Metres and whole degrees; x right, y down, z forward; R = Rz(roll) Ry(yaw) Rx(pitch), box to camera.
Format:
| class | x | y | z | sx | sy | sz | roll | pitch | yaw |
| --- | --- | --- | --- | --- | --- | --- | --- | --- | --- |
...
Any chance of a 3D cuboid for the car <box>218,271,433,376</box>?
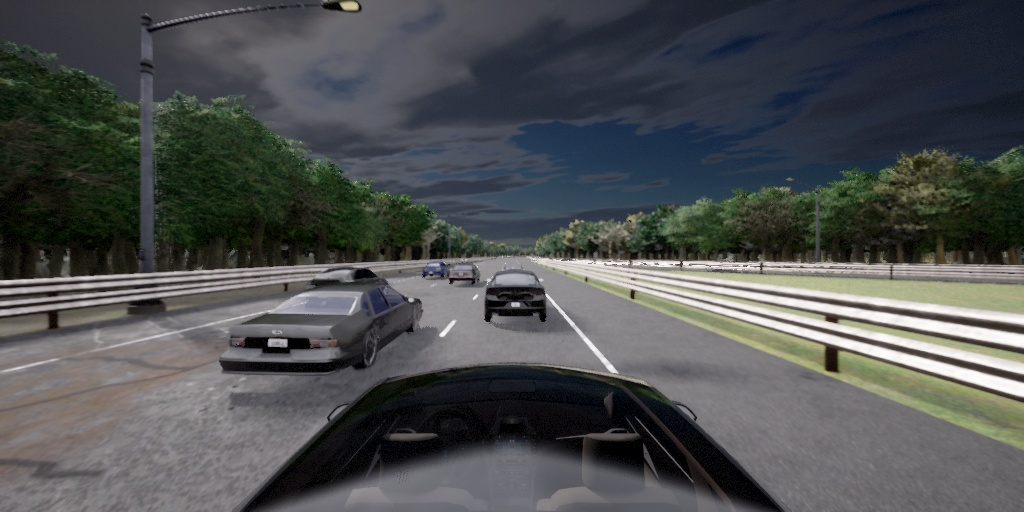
| class | x | y | z | sx | sy | sz | roll | pitch | yaw |
| --- | --- | --- | --- | --- | --- | --- | --- | --- | --- |
| car | -3.386 | 1.272 | 7.682 | 2.033 | 1.411 | 5.357 | 1 | 1 | 0 |

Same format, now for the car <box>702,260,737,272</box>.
| class | x | y | z | sx | sy | sz | roll | pitch | yaw |
| --- | --- | --- | --- | --- | --- | --- | --- | --- | --- |
| car | 28.494 | 1.318 | 49.064 | 2.033 | 1.649 | 4.856 | 0 | 0 | -26 |

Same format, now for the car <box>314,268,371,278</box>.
| class | x | y | z | sx | sy | sz | roll | pitch | yaw |
| --- | --- | --- | --- | --- | --- | --- | --- | --- | --- |
| car | -6.897 | 1.229 | 15.444 | 1.837 | 1.490 | 4.892 | 0 | 0 | 0 |

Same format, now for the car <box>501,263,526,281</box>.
| class | x | y | z | sx | sy | sz | roll | pitch | yaw |
| --- | --- | --- | --- | --- | --- | --- | --- | --- | --- |
| car | 0.108 | 1.302 | 30.119 | 1.895 | 1.301 | 4.718 | 0 | 0 | 0 |

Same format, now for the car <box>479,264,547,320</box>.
| class | x | y | z | sx | sy | sz | roll | pitch | yaw |
| --- | --- | --- | --- | --- | --- | --- | --- | --- | --- |
| car | 0.103 | 1.205 | 12.477 | 1.882 | 1.535 | 5.008 | 0 | 0 | 0 |

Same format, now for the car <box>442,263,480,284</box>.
| class | x | y | z | sx | sy | sz | roll | pitch | yaw |
| --- | --- | --- | --- | --- | --- | --- | --- | --- | --- |
| car | -3.394 | 1.254 | 26.285 | 2.033 | 1.411 | 5.357 | 0 | 0 | 0 |

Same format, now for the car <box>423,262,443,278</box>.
| class | x | y | z | sx | sy | sz | roll | pitch | yaw |
| --- | --- | --- | --- | --- | --- | --- | --- | --- | --- |
| car | -6.892 | 1.226 | 32.774 | 1.812 | 1.442 | 4.674 | 0 | 0 | 0 |
